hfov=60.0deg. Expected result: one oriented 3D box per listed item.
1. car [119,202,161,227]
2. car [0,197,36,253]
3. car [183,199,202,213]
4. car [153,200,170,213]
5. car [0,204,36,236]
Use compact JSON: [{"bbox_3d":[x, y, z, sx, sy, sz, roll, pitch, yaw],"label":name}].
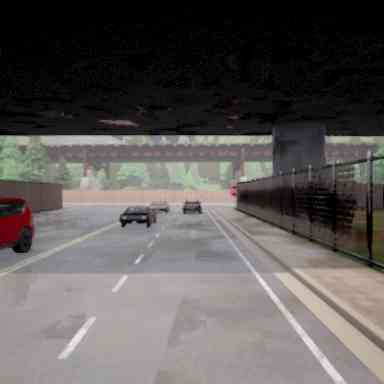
[{"bbox_3d":[-3.484,1.572,22.432,1.895,1.301,4.718,0,0,0],"label":"car"},{"bbox_3d":[-7.088,1.206,10.577,2.150,2.045,5.566,0,0,0],"label":"car"},{"bbox_3d":[0.039,1.446,35.596,2.128,1.511,4.902,0,0,0],"label":"car"},{"bbox_3d":[-3.460,1.554,35.962,1.895,1.301,4.718,0,0,0],"label":"car"},{"bbox_3d":[-10.565,1.481,18.066,1.837,1.490,4.892,0,0,0],"label":"car"}]
